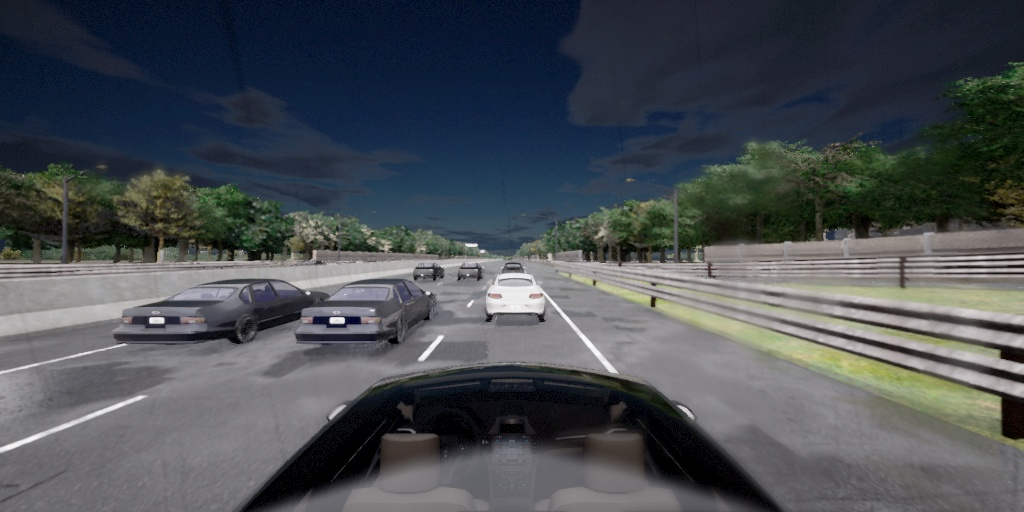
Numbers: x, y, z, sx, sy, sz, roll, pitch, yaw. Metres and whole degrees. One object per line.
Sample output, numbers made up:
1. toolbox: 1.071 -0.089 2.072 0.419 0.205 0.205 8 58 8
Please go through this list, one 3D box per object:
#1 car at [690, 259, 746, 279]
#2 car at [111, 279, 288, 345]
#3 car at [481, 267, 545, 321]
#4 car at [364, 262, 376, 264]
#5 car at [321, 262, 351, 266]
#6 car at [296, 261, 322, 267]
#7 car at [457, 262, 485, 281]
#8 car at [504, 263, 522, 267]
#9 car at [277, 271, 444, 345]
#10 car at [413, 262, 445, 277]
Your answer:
1. car: 18.131 1.111 31.702 2.097 1.767 4.553 0 -2 -20
2. car: -6.900 1.303 9.470 2.033 1.411 5.357 0 0 0
3. car: 0.100 1.283 12.350 1.812 1.442 4.674 0 0 0
4. car: -17.499 1.447 44.228 1.994 1.385 4.181 0 0 0
5. car: -20.999 1.504 44.198 1.895 1.301 4.718 0 0 0
6. car: -24.502 1.350 43.885 1.837 1.490 4.892 0 -1 0
7. car: -3.399 1.280 30.124 2.128 1.511 4.902 0 0 0
8. car: 0.102 1.294 30.306 1.837 1.490 4.892 0 0 0
9. car: -3.400 1.302 9.475 2.033 1.411 5.357 0 0 0
10. car: -6.899 1.280 30.098 2.128 1.511 4.902 0 0 0
